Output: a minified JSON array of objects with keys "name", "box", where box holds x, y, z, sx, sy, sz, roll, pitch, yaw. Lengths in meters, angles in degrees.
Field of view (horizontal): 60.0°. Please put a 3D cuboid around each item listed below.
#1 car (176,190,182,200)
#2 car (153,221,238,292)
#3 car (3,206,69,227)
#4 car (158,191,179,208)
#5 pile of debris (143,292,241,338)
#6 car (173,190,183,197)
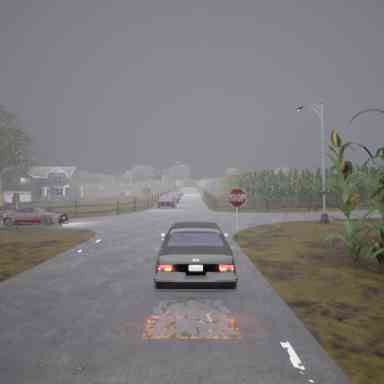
[{"name":"car","box":[-2.849,0.837,48.698,1.882,1.535,5.008,0,2,0]},{"name":"car","box":[0.076,1.509,8.985,2.033,1.411,5.357,0,0,0]},{"name":"car","box":[-10.962,1.680,23.483,4.181,1.385,1.994,-2,2,5]},{"name":"car","box":[-2.892,1.047,39.285,1.882,1.535,5.008,0,1,1]},{"name":"pile of debris","box":[-0.004,2.157,5.998,1.500,0.140,1.860,0,0,0]},{"name":"car","box":[-2.791,0.304,68.354,1.994,1.385,4.181,0,2,0]}]
